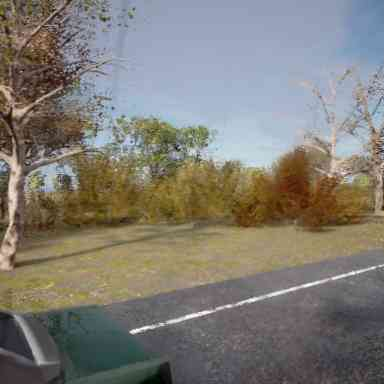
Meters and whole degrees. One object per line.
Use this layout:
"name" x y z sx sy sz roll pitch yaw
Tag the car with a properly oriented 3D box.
"car" -2.572 1.601 2.158 4.718 1.301 1.895 0 0 -36
